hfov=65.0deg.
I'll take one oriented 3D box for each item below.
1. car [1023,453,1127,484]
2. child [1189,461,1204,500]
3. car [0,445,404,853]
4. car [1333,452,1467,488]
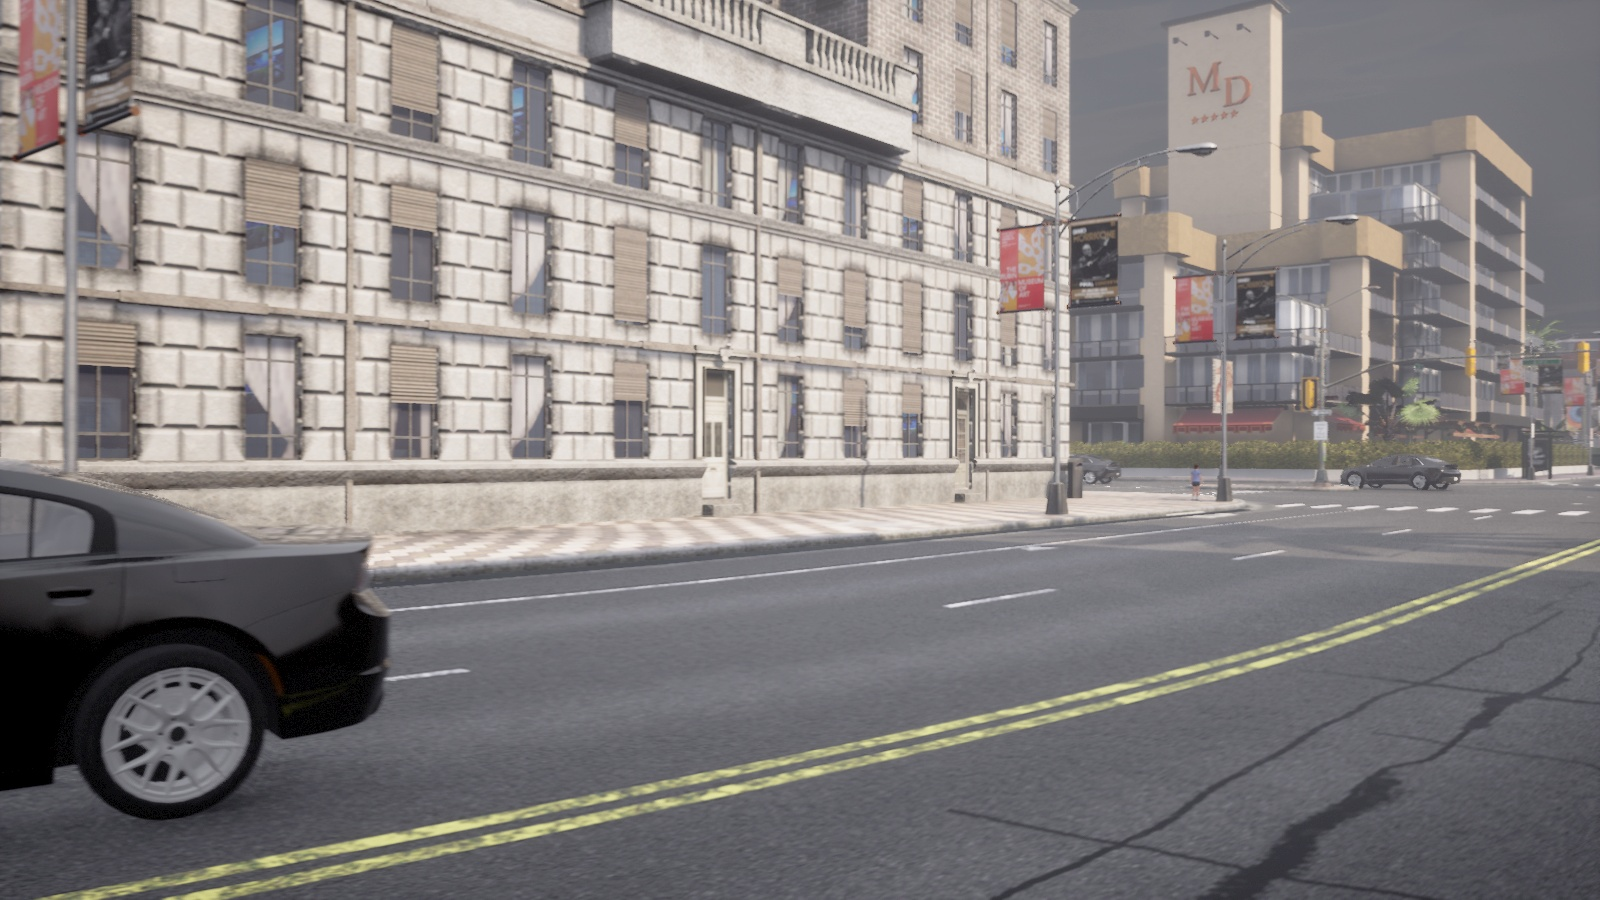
[{"bbox_3d":[14.023,0.916,64.156,4.892,1.490,1.837,0,0,40],"label":"car"},{"bbox_3d":[11.441,0.867,36.237,0.394,1.110,0.255,0,0,-42],"label":"child"},{"bbox_3d":[-4.346,0.750,4.882,5.008,1.535,1.882,0,0,-37],"label":"car"},{"bbox_3d":[25.753,0.853,54.047,1.837,1.490,4.892,0,-1,-37],"label":"car"}]
